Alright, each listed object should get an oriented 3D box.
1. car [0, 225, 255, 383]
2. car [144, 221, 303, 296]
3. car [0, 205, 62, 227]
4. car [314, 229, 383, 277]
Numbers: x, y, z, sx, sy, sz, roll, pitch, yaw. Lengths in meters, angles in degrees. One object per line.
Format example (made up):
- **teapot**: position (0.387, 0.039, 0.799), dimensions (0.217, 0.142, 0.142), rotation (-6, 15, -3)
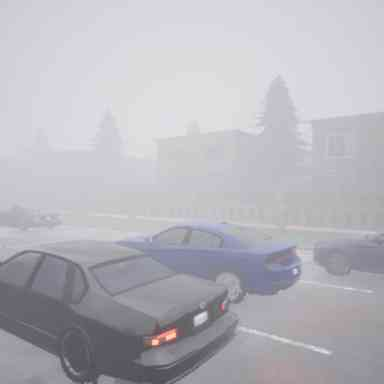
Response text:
- **car**: position (-1.934, 1.531, 5.372), dimensions (5.357, 1.411, 2.033), rotation (0, 0, 35)
- **car**: position (0.101, 1.461, 8.219), dimensions (5.008, 1.535, 1.882), rotation (0, 0, 36)
- **car**: position (-9.901, 1.477, 19.653), dimensions (5.357, 1.411, 2.033), rotation (0, 0, 35)
- **car**: position (5.610, 1.525, 8.579), dimensions (4.674, 1.442, 1.812), rotation (0, 0, 35)
